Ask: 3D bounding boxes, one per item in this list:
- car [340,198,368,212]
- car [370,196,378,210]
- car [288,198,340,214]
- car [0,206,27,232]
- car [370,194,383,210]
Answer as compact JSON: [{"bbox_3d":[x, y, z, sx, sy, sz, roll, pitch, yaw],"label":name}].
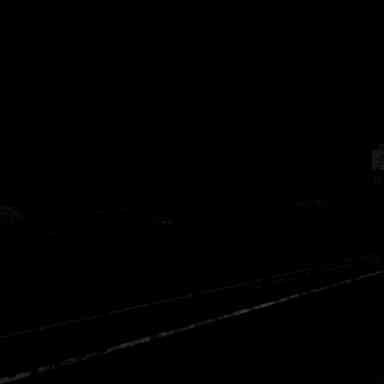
[{"bbox_3d":[17.083,1.458,38.662,2.097,1.535,5.008,0,0,-35],"label":"car"},{"bbox_3d":[19.355,1.513,40.275,2.002,1.452,4.674,0,0,-35],"label":"car"},{"bbox_3d":[12.551,1.441,35.426,2.097,1.535,5.008,0,0,-35],"label":"car"},{"bbox_3d":[-10.665,1.491,18.920,2.002,1.452,4.674,0,0,-35],"label":"car"},{"bbox_3d":[23.911,1.385,43.479,2.185,1.767,4.553,1,0,-35],"label":"car"}]
